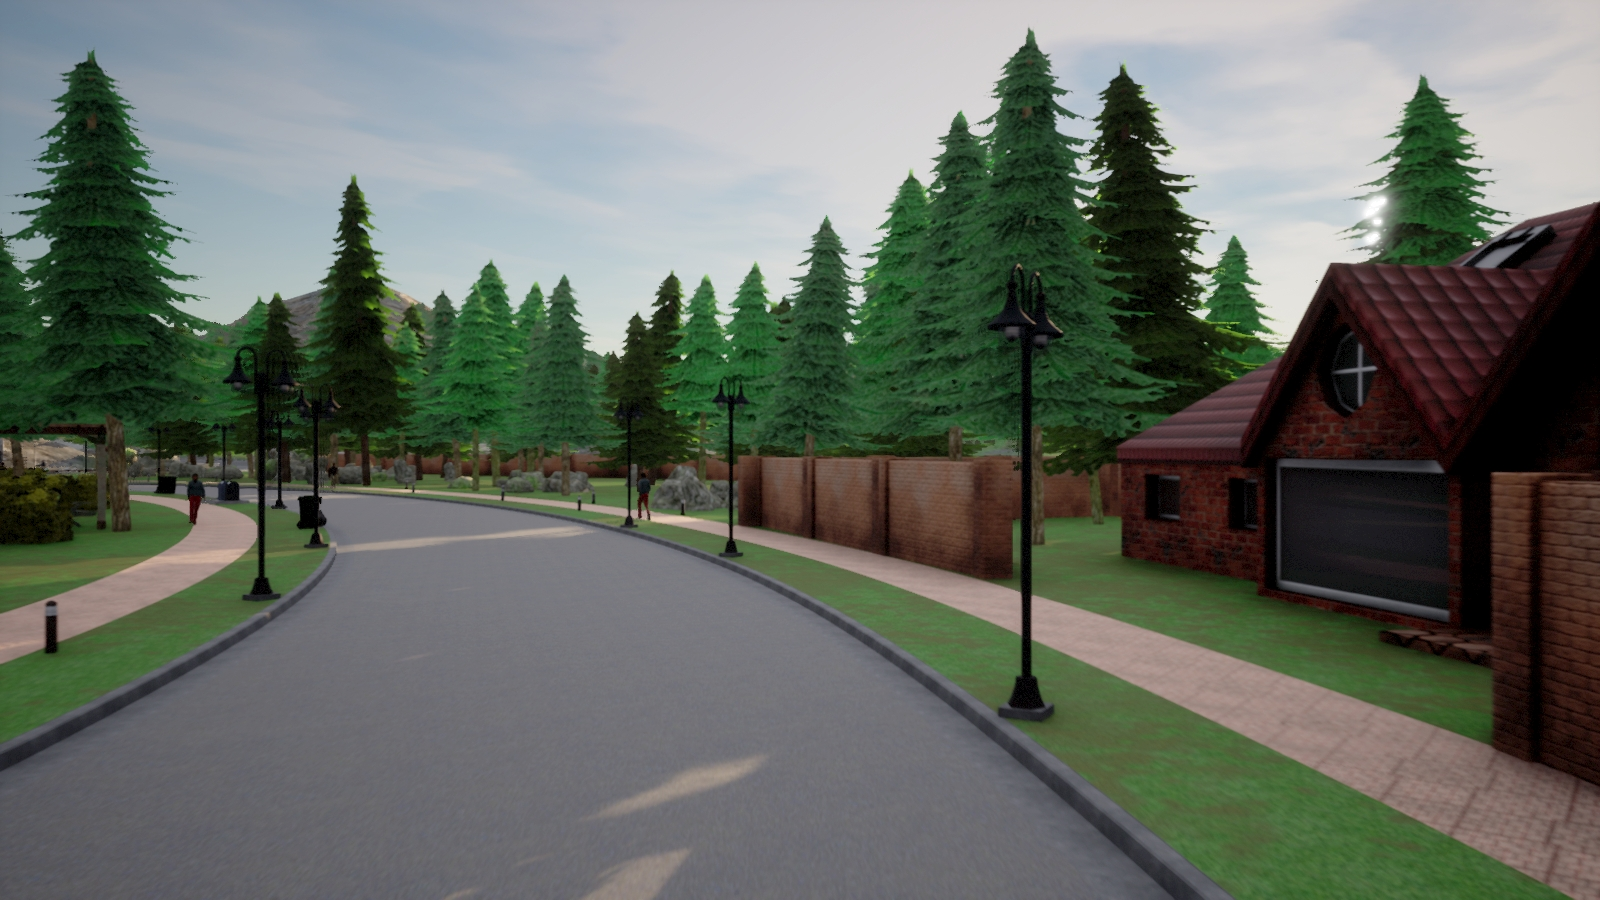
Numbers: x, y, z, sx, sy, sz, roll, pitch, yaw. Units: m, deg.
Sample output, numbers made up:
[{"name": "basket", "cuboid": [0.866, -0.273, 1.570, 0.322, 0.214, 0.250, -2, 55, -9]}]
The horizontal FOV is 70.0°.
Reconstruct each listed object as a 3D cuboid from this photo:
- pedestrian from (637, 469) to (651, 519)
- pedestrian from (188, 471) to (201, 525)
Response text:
[{"name": "pedestrian", "cuboid": [-5.899, 1.668, 43.156, 0.375, 1.860, 0.375, 0, 0, -36]}, {"name": "pedestrian", "cuboid": [-21.025, 1.665, 39.680, 0.375, 1.860, 0.375, 0, 0, -25]}]
